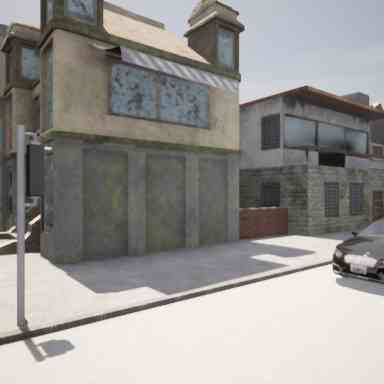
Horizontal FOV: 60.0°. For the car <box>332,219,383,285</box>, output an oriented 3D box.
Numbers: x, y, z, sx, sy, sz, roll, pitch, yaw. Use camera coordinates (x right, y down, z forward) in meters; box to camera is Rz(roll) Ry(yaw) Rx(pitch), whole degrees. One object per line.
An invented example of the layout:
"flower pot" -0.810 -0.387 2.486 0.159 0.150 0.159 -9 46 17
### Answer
"car" 5.714 1.489 9.025 4.902 1.511 2.128 0 0 -37
